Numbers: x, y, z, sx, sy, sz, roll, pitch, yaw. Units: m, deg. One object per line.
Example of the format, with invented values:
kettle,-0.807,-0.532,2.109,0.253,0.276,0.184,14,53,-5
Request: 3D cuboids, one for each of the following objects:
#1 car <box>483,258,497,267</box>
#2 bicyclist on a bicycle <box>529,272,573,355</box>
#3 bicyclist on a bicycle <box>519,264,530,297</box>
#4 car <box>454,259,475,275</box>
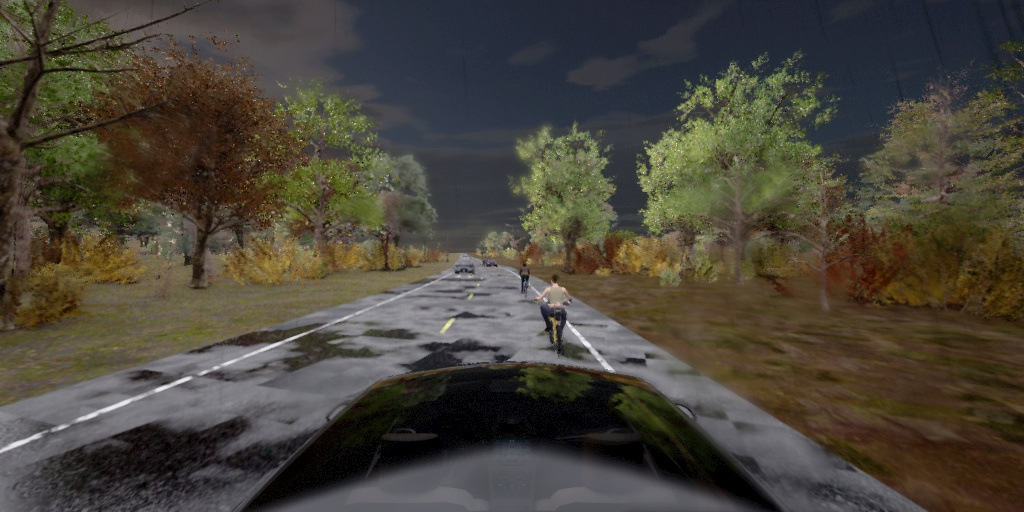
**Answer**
car,-3.607,1.276,62.508,1.895,1.301,4.718,0,0,-7
bicyclist on a bicycle,0.912,1.186,7.697,0.866,1.612,1.509,0,0,-1
bicyclist on a bicycle,0.642,1.202,17.982,0.582,1.620,1.656,0,0,-2
car,-4.997,1.295,38.101,1.994,1.385,4.181,0,0,-4
